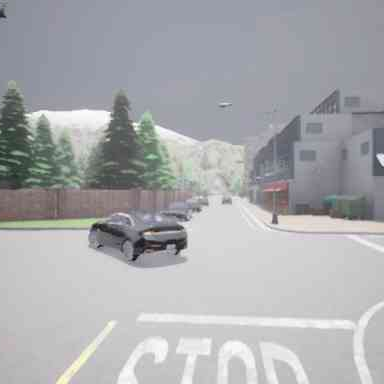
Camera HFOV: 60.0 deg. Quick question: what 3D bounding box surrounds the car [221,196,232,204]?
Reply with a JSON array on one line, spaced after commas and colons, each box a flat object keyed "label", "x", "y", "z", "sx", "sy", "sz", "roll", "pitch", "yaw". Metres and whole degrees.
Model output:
[{"label": "car", "x": 6.290, "y": 1.428, "z": 60.193, "sx": 2.033, "sy": 1.411, "sz": 5.357, "roll": 0, "pitch": 0, "yaw": 6}]

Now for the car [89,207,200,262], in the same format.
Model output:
[{"label": "car", "x": -2.115, "y": 1.415, "z": 11.966, "sx": 2.128, "sy": 1.511, "sz": 4.902, "roll": 0, "pitch": 0, "yaw": -37}]

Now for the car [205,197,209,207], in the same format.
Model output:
[{"label": "car", "x": 1.541, "y": 1.455, "z": 50.236, "sx": 1.994, "sy": 1.385, "sz": 4.181, "roll": 0, "pitch": 0, "yaw": 6}]

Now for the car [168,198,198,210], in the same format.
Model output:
[{"label": "car", "x": -0.988, "y": 1.485, "z": 26.522, "sx": 2.033, "sy": 1.411, "sz": 5.357, "roll": 0, "pitch": 0, "yaw": 6}]

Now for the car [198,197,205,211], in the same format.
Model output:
[{"label": "car", "x": 0.066, "y": 1.444, "z": 36.499, "sx": 1.812, "sy": 1.442, "sz": 4.674, "roll": 0, "pitch": 0, "yaw": 6}]
